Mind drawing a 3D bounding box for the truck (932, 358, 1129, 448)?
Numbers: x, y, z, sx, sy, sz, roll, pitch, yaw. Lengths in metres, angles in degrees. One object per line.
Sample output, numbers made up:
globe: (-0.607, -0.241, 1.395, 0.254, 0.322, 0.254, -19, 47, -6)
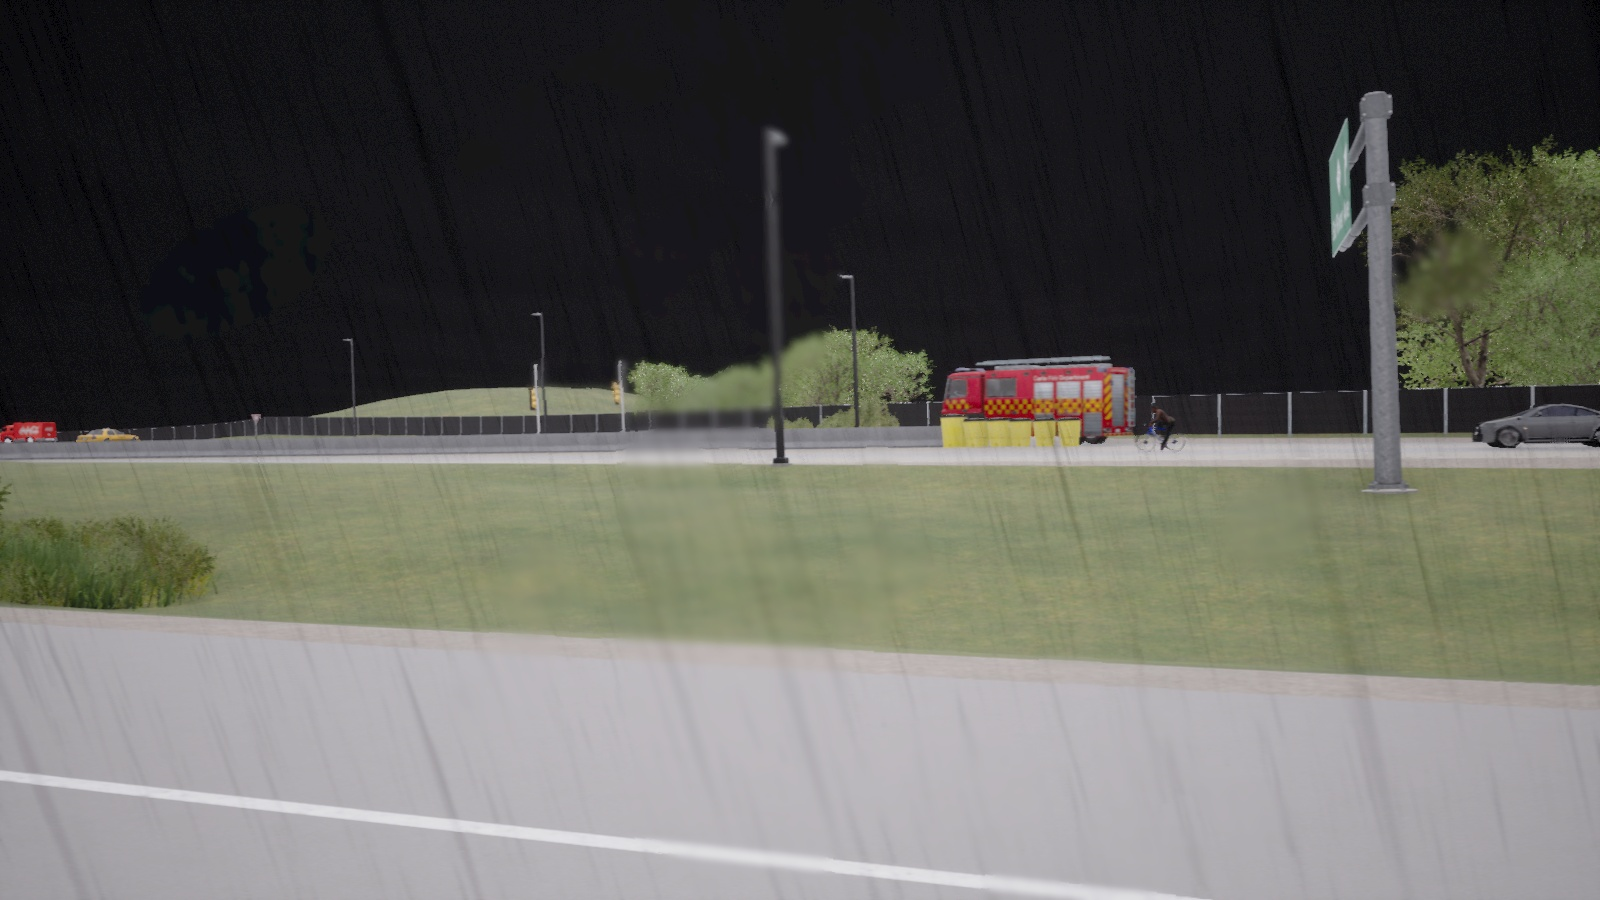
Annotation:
truck: (10.331, -2.075, 56.970, 8.468, 3.827, 2.891, 1, 2, 40)

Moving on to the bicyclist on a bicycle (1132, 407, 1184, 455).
bicyclist on a bicycle: (12.312, -0.634, 43.214, 1.656, 1.620, 0.582, -1, 1, 19)

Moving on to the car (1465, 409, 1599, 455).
car: (23.359, -0.563, 39.364, 4.181, 1.385, 1.994, 0, 1, 19)
